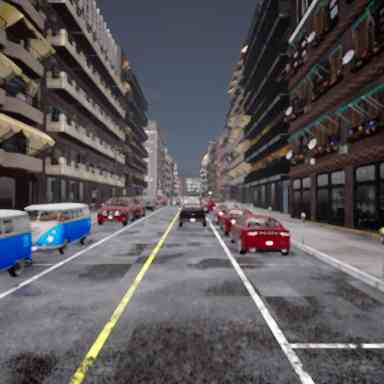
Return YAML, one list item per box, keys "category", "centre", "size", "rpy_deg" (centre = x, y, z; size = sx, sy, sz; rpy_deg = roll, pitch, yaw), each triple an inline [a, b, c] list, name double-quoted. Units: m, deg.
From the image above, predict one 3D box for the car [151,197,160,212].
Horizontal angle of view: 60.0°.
- category: "car"
  centre: [-5.393, 1.656, 40.906]
  size: [1.947, 1.339, 4.313]
  rpy_deg: [1, 0, 0]

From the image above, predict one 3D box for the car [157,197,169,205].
- category: "car"
  centre: [-5.447, 1.720, 63.027]
  size: [1.887, 1.381, 4.507]
  rpy_deg: [1, 0, 0]

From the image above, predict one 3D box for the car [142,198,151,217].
- category: "car"
  centre: [-5.360, 1.374, 29.844]
  size: [2.192, 1.841, 5.009]
  rpy_deg: [1, 0, 0]

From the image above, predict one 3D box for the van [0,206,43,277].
- category: "van"
  centre: [-5.306, 1.354, 7.721]
  size: [1.690, 1.788, 3.998]
  rpy_deg: [1, 0, 0]

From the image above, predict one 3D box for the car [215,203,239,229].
- category: "car"
  centre: [2.542, 1.572, 18.740]
  size: [1.887, 1.381, 4.507]
  rpy_deg: [1, 0, 0]

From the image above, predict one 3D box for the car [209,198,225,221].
- category: "car"
  centre: [2.539, 1.480, 24.272]
  size: [1.967, 1.590, 4.097]
  rpy_deg: [1, 0, 0]

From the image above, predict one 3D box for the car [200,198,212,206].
- category: "car"
  centre: [2.413, 1.727, 57.459]
  size: [1.802, 1.307, 4.206]
  rpy_deg: [1, 0, 0]

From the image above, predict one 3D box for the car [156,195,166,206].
- category: "car"
  centre: [-5.428, 1.466, 57.496]
  size: [2.192, 1.841, 5.009]
  rpy_deg: [1, 0, 0]

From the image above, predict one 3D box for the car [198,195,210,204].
- category: "car"
  centre: [2.391, 1.511, 68.523]
  size: [2.192, 1.841, 5.009]
  rpy_deg: [1, 0, 0]

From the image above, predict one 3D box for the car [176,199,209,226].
- category: "car"
  centre: [0.043, 1.547, 23.848]
  size: [1.837, 1.490, 4.892]
  rpy_deg: [0, 0, 0]

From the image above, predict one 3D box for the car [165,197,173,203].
- category: "car"
  centre: [-5.489, 1.842, 79.620]
  size: [1.802, 1.307, 4.206]
  rpy_deg: [1, 0, 0]

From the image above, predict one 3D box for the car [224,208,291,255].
- category: "car"
  centre: [2.556, 1.561, 13.210]
  size: [1.887, 1.381, 4.507]
  rpy_deg: [1, 0, 0]

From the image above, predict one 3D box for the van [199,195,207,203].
- category: "van"
  centre: [2.376, 1.565, 74.054]
  size: [1.690, 1.788, 3.998]
  rpy_deg: [1, 0, 0]

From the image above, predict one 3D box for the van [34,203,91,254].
- category: "van"
  centre: [-5.320, 1.364, 13.253]
  size: [1.690, 1.788, 3.998]
  rpy_deg: [1, 0, 0]

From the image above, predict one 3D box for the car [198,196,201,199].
- category: "car"
  centre: [-0.001, 1.568, 42.414]
  size: [1.882, 1.535, 5.008]
  rpy_deg: [0, 0, 0]

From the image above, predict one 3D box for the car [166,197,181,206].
- category: "car"
  centre: [-2.886, 1.644, 57.647]
  size: [2.128, 1.511, 4.902]
  rpy_deg: [0, 0, 0]

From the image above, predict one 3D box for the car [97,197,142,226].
- category: "car"
  centre: [-5.346, 1.361, 24.314]
  size: [2.192, 1.841, 5.009]
  rpy_deg: [1, 0, 0]

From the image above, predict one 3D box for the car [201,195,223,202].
- category: "car"
  centre: [2.473, 1.382, 35.334]
  size: [2.192, 1.841, 5.009]
  rpy_deg: [1, 0, 0]
